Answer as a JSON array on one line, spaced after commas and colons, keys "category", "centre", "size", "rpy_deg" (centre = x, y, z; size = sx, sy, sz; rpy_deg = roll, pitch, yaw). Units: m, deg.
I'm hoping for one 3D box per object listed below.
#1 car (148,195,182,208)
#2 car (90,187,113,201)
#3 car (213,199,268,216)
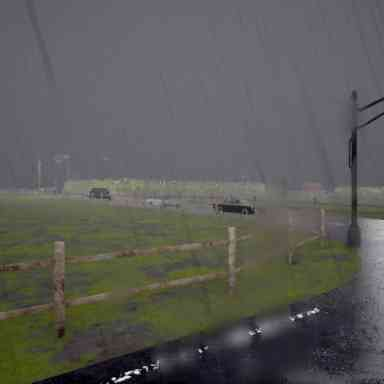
[{"category": "car", "centre": [-3.061, 1.030, 36.903], "size": [1.895, 1.301, 4.718], "rpy_deg": [0, 1, -35]}, {"category": "car", "centre": [-14.478, 0.299, 53.021], "size": [2.150, 2.045, 5.566], "rpy_deg": [0, 1, -35]}, {"category": "car", "centre": [3.872, 1.246, 27.188], "size": [1.895, 1.301, 4.718], "rpy_deg": [0, 1, -36]}]
